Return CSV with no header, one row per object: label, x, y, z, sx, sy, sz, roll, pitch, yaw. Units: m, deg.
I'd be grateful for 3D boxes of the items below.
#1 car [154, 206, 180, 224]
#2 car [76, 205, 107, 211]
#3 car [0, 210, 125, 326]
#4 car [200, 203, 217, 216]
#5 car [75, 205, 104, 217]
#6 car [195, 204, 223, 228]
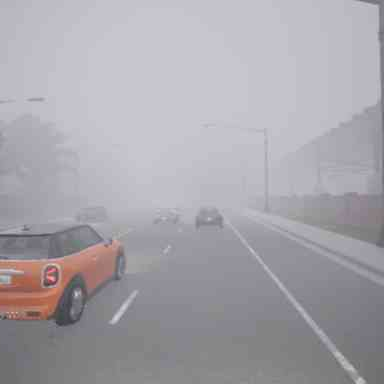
car,-2.077,1.901,28.485,1.812,1.442,4.674,-1,0,3
car,-9.181,1.985,30.723,1.837,1.490,4.892,-1,-1,3
car,-2.999,1.478,7.529,2.097,1.767,4.553,-1,-1,2
car,1.938,2.076,40.079,1.895,1.301,4.718,-1,-1,3
car,-12.255,2.230,40.102,1.895,1.301,4.718,-1,-1,3
car,1.268,1.856,24.825,1.994,1.385,4.181,-1,-1,3
